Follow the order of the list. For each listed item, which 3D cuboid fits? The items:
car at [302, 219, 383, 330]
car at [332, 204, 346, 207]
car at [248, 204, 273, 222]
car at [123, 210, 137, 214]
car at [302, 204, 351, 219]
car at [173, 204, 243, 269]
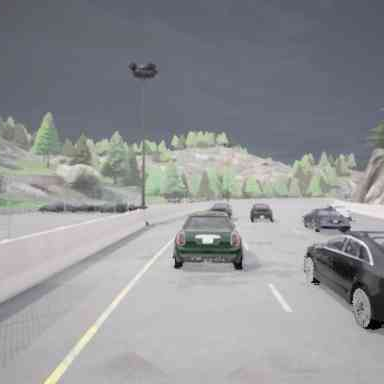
[{"bbox_3d":[3.823,1.568,6.969,2.128,1.511,4.902,0,0,3],"label":"car"},{"bbox_3d":[13.528,1.854,31.227,1.812,1.442,4.674,0,0,10],"label":"car"},{"bbox_3d":[6.204,1.809,29.929,1.837,1.490,4.892,0,0,9],"label":"car"},{"bbox_3d":[-6.732,1.959,38.111,1.895,1.301,4.718,0,-1,11],"label":"car"},{"bbox_3d":[8.513,1.773,21.500,2.033,1.411,5.357,0,-1,7],"label":"car"},{"bbox_3d":[0.600,1.468,11.829,2.097,1.767,4.553,0,-1,4],"label":"car"}]
